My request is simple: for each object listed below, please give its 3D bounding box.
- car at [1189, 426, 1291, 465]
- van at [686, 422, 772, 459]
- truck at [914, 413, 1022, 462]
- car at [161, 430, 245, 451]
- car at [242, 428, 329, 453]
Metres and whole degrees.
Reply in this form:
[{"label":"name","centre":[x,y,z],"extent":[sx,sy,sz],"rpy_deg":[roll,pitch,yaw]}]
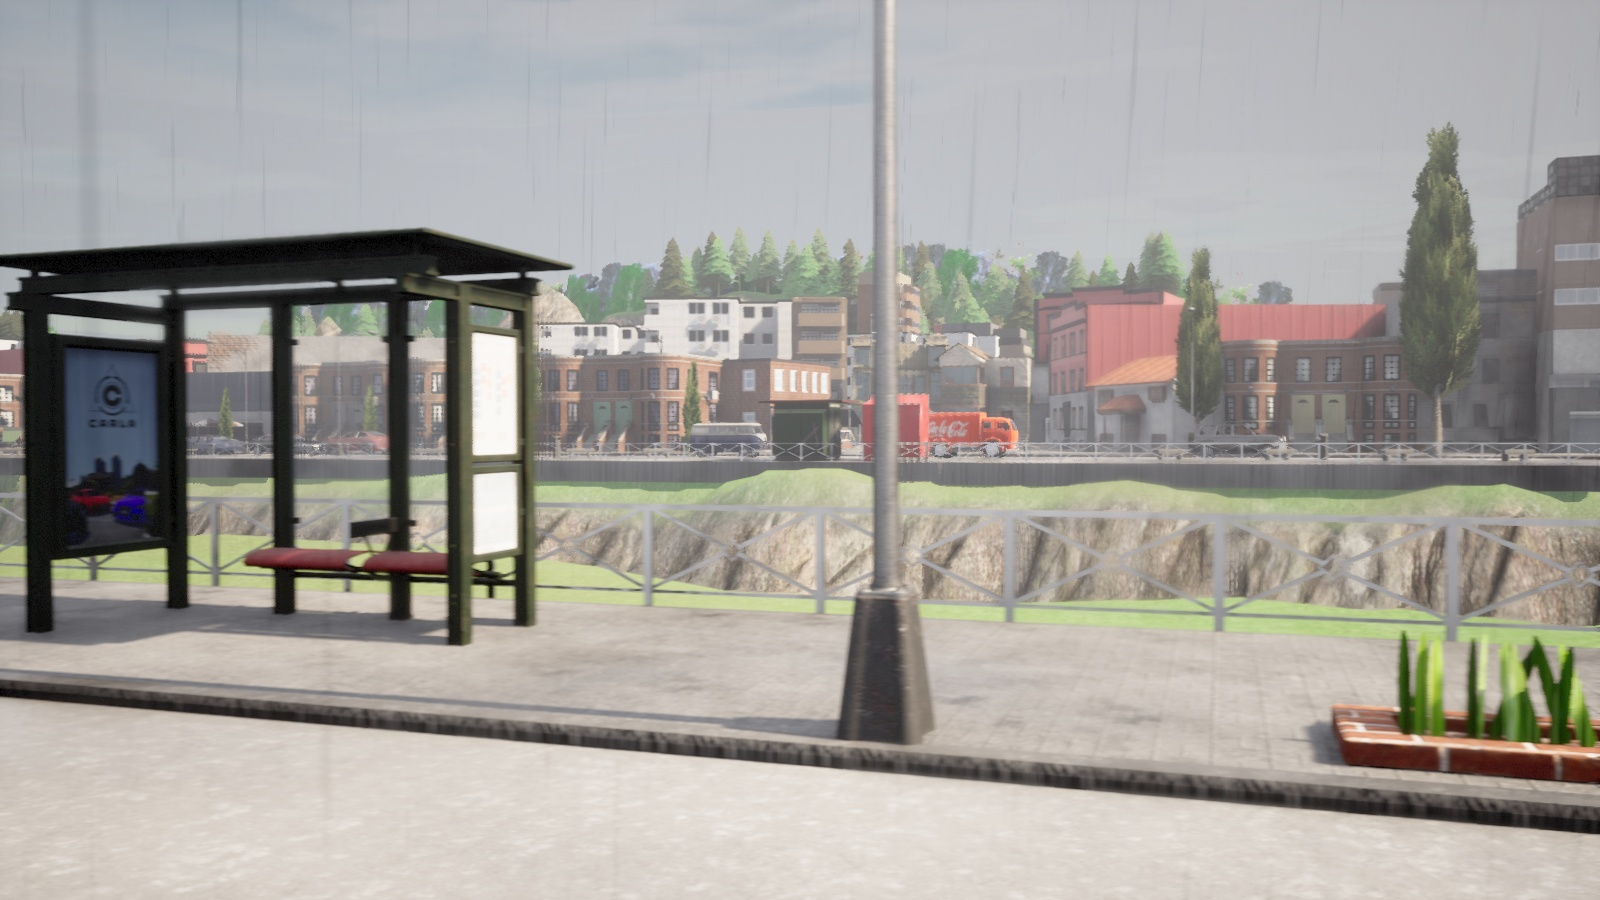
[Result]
[{"label":"car","centre":[21.527,-0.262,61.579],"extent":[4.605,1.855,1.932],"rpy_deg":[1,1,19]},{"label":"van","centre":[-3.962,-0.559,70.145],"extent":[4.442,1.987,1.775],"rpy_deg":[1,1,19]},{"label":"truck","centre":[8.822,-0.681,65.845],"extent":[5.204,2.467,2.627],"rpy_deg":[1,1,19]},{"label":"car","centre":[-41.336,-0.674,86.930],"extent":[5.357,1.411,2.033],"rpy_deg":[1,1,19]},{"label":"car","centre":[-32.675,-0.618,79.799],"extent":[4.902,1.511,2.128],"rpy_deg":[1,1,19]}]
